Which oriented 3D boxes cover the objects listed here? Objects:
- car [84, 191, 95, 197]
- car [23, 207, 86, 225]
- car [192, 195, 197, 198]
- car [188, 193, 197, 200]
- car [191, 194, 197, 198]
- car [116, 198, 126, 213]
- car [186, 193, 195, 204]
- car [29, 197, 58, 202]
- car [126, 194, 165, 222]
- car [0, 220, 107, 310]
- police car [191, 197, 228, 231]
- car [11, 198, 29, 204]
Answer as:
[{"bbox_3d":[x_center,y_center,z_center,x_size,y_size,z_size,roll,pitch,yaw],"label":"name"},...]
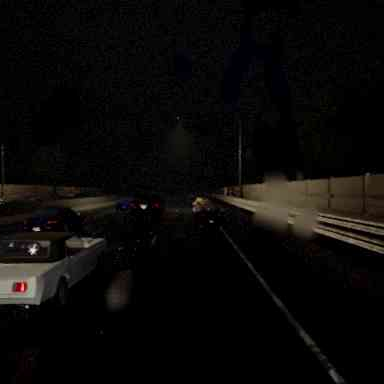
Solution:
[{"bbox_3d":[-24.470,0.646,79.373,1.837,1.490,4.892,0,0,0],"label":"car"},{"bbox_3d":[-6.893,1.488,17.041,1.812,1.442,4.674,0,0,0],"label":"car"},{"bbox_3d":[1.062,1.374,30.667,1.801,1.575,5.366,0,0,0],"label":"car"},{"bbox_3d":[0.028,0.900,71.811,1.837,1.490,4.892,0,0,0],"label":"car"},{"bbox_3d":[1.064,1.343,36.666,1.801,1.575,5.366,0,0,0],"label":"car"},{"bbox_3d":[-6.887,1.367,36.130,1.882,1.535,5.008,0,0,0],"label":"car"},{"bbox_3d":[0.022,1.226,56.139,2.128,1.511,4.902,0,1,0],"label":"car"},{"bbox_3d":[-17.575,1.387,40.655,1.812,1.442,4.674,0,0,0],"label":"car"},{"bbox_3d":[-3.390,1.159,26.045,2.150,2.045,5.566,0,0,0],"label":"car"},{"bbox_3d":[-3.397,1.584,7.714,1.895,1.301,4.718,0,0,0],"label":"car"},{"bbox_3d":[1.058,1.380,20.588,1.930,1.638,5.238,0,0,0],"label":"police car"},{"bbox_3d":[-21.068,1.416,42.114,1.994,1.385,4.181,0,0,0],"label":"car"}]
